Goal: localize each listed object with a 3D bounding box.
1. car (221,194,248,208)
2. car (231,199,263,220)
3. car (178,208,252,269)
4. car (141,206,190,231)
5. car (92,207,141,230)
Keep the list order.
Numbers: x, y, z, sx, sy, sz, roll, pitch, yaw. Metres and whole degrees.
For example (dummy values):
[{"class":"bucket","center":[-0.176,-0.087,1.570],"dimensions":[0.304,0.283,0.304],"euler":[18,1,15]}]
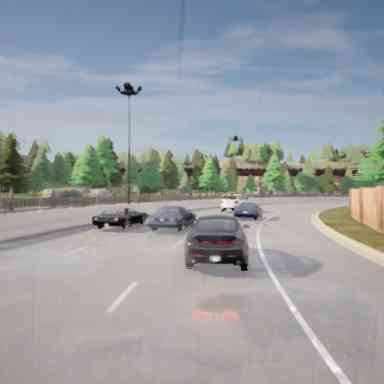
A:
[{"class":"car","center":[5.147,1.276,38.935],"dimensions":[2.150,2.045,5.566],"euler":[0,0,24]},{"class":"car","center":[4.969,1.606,28.972],"dimensions":[1.994,1.385,4.181],"euler":[0,0,18]},{"class":"car","center":[0.894,1.520,11.225],"dimensions":[1.837,1.490,4.892],"euler":[0,0,7]},{"class":"car","center":[-1.086,1.572,20.569],"dimensions":[2.033,1.411,5.357],"euler":[0,0,13]},{"class":"car","center":[-4.455,1.623,21.403],"dimensions":[1.895,1.301,4.718],"euler":[0,0,12]}]
